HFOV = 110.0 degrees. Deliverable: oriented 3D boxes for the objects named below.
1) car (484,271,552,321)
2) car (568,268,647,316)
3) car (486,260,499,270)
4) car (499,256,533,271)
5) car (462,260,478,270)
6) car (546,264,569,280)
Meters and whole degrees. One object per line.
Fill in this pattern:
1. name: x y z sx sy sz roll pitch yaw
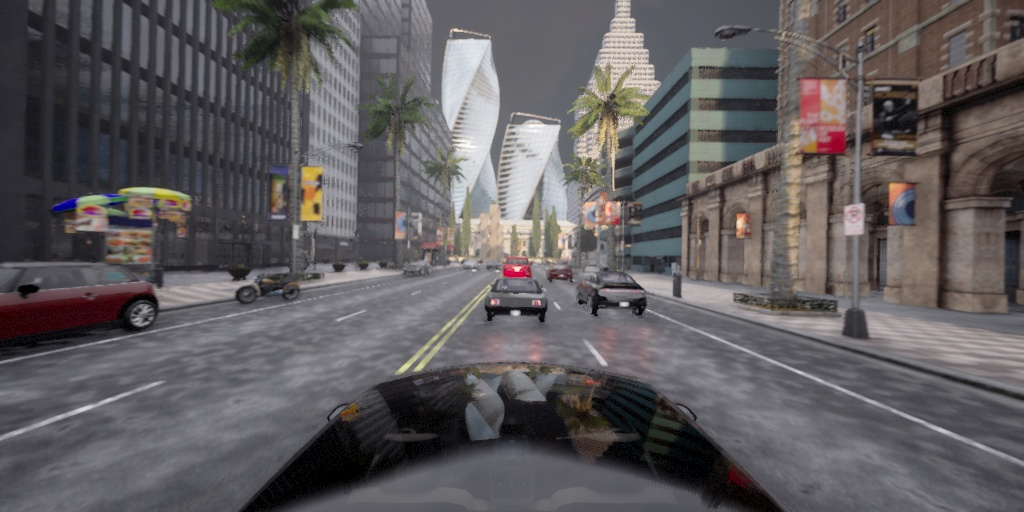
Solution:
1. car: 0.161 1.386 12.651 1.895 1.301 4.718 1 0 1
2. car: 3.695 1.356 14.028 2.128 1.511 4.902 1 0 1
3. car: -2.794 1.349 53.826 1.837 1.490 4.892 1 0 1
4. car: 0.419 1.059 27.960 2.150 2.045 5.566 1 0 1
5. car: -6.279 1.297 54.329 1.812 1.442 4.674 1 0 2
6. car: 3.968 1.395 30.579 1.882 1.535 5.008 1 0 1
